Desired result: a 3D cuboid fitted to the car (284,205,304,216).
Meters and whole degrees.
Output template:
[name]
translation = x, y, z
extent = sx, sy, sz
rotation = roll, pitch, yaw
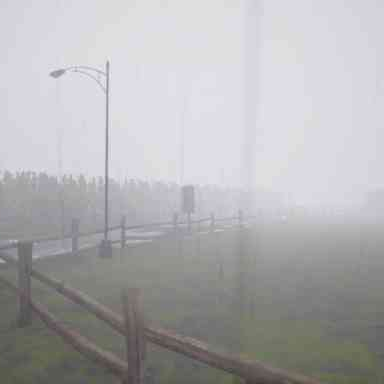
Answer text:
[car]
translation = 15.193, 2.663, 49.154
extent = 1.882, 1.535, 5.008
rotation = -1, -2, 36
